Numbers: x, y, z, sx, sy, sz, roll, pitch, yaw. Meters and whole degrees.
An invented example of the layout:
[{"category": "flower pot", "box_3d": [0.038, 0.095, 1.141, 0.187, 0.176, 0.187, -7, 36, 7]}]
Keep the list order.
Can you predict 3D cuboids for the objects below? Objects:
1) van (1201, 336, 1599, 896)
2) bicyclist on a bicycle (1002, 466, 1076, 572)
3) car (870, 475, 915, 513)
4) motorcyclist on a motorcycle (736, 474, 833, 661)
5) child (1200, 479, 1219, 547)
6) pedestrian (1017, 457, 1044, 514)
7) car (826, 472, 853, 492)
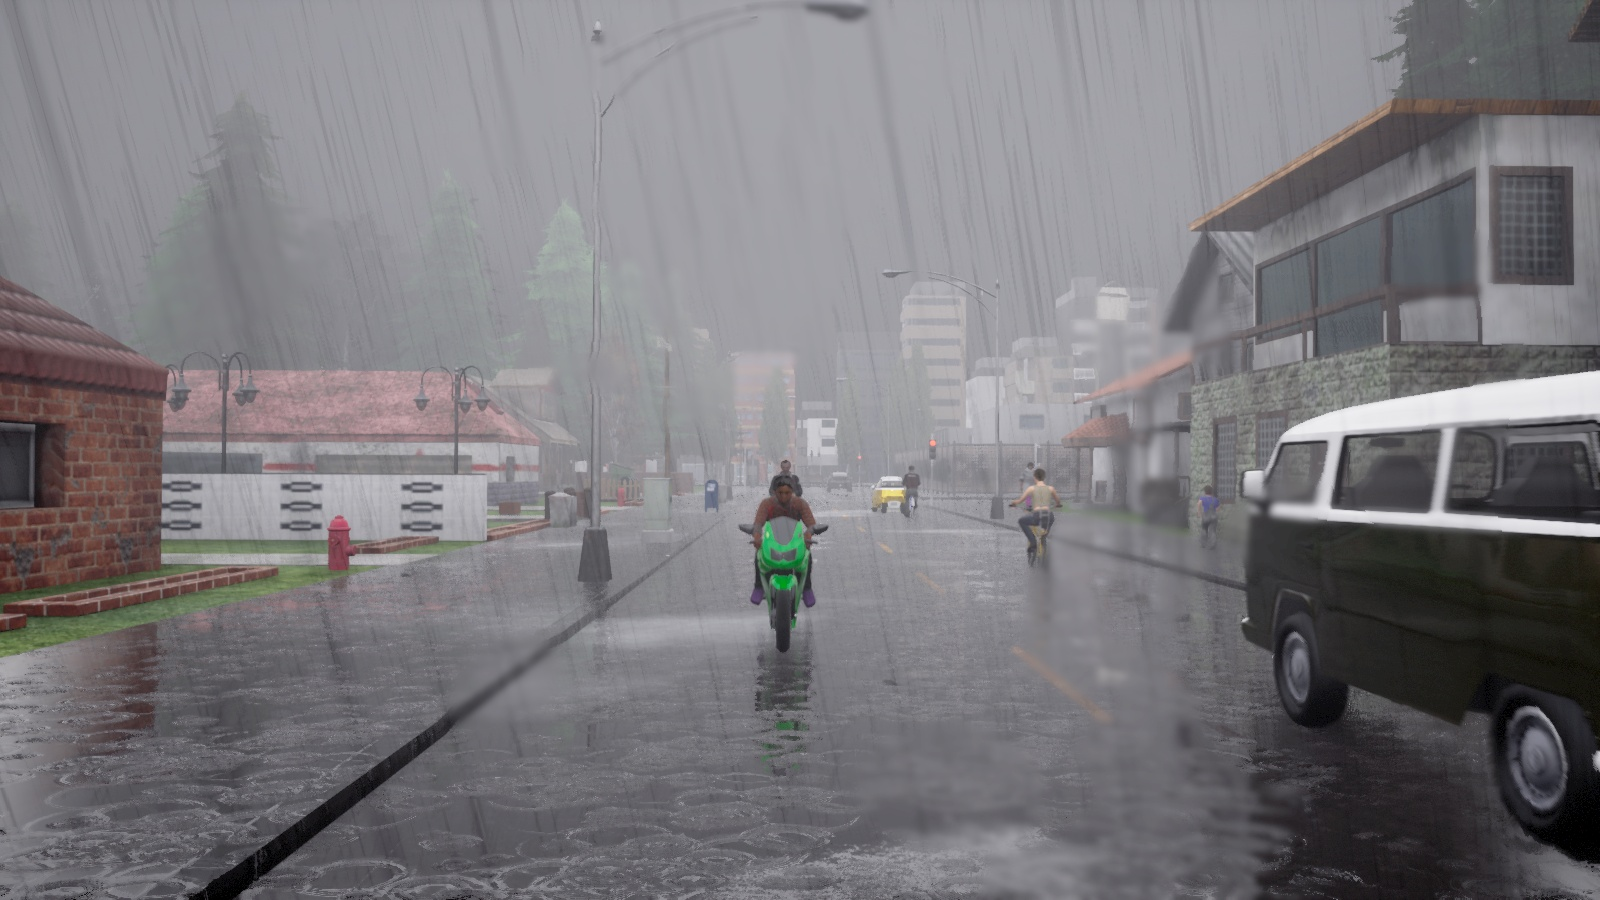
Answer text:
[{"category": "van", "box_3d": [3.913, 0.634, 6.668, 2.069, 2.038, 4.480, 0, -1, -1]}, {"category": "bicyclist on a bicycle", "box_3d": [3.780, 1.070, 19.965, 0.866, 1.612, 1.509, 0, -1, -1]}, {"category": "car", "box_3d": [3.493, 1.654, 47.662, 1.481, 1.376, 2.207, 0, -1, -1]}, {"category": "motorcyclist on a motorcycle", "box_3d": [-0.141, 0.988, 11.376, 0.797, 1.523, 2.044, 0, -1, -1]}, {"category": "child", "box_3d": [7.622, 1.165, 23.368, 0.270, 1.263, 0.437, 0, -1, 12]}, {"category": "pedestrian", "box_3d": [7.976, 1.221, 43.485, 0.659, 1.952, 0.873, 0, -1, -7]}, {"category": "car", "box_3d": [2.989, 2.408, 95.579, 1.837, 1.490, 4.892, 0, -1, -1]}]
